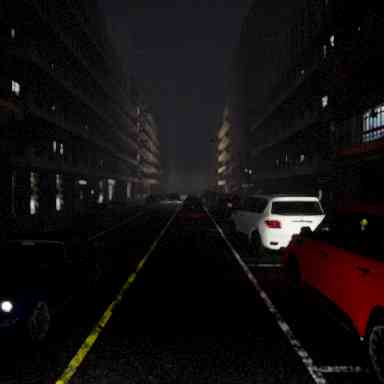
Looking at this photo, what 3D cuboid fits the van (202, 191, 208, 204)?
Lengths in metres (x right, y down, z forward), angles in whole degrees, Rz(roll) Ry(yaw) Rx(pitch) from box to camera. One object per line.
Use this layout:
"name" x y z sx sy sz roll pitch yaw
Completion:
"van" 2.692 0.794 48.619 1.690 1.788 3.998 0 1 0

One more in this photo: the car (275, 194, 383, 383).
"car" 3.107 1.169 5.063 2.150 2.045 5.566 0 1 0

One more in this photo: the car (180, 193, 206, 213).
"car" 0.082 1.118 31.682 1.882 1.535 5.008 0 1 0

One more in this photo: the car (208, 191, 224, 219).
"car" 2.693 1.020 25.891 2.192 1.841 5.009 0 1 0

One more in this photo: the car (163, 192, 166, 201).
"car" -5.689 0.879 59.983 2.008 1.369 4.403 0 1 0

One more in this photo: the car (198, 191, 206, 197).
"car" 2.691 0.573 88.396 2.008 1.369 4.403 0 1 0

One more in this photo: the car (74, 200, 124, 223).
"car" -5.687 1.313 20.208 1.887 1.381 4.507 0 1 0

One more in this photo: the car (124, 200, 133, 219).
"car" -5.688 1.287 25.891 1.802 1.307 4.206 0 1 0

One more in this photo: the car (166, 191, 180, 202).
"car" -3.028 0.859 57.804 1.837 1.490 4.892 0 0 0

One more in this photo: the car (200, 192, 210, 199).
"car" 2.691 0.770 71.349 1.947 1.339 4.313 0 1 0

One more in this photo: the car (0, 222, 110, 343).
"car" -3.100 1.526 6.411 1.895 1.301 4.718 0 1 0

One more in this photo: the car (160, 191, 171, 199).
"car" -5.689 0.644 71.345 1.967 1.590 4.097 0 1 0

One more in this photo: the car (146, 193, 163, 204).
"car" -5.689 0.998 48.619 1.887 1.381 4.507 0 1 0

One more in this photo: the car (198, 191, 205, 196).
"car" 2.690 0.513 94.078 2.008 1.369 4.403 0 1 0

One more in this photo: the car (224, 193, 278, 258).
"car" 2.940 1.079 12.404 2.150 2.045 5.566 0 1 -6
